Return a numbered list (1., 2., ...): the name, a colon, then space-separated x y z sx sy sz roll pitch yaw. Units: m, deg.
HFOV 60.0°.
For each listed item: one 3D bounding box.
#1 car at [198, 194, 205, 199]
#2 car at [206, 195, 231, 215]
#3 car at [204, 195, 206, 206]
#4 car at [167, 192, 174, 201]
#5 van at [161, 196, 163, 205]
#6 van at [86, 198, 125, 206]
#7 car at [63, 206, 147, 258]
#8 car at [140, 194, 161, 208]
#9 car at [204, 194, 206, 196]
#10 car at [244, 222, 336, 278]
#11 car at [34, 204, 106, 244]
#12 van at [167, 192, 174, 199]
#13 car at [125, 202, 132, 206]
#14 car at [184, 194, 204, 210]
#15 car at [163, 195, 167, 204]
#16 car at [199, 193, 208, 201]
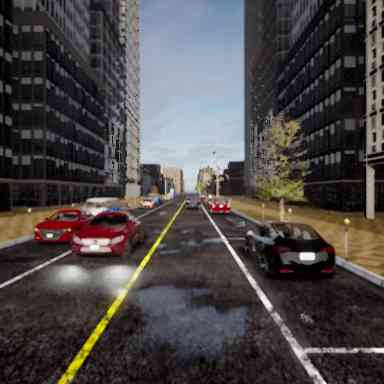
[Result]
1. car: 2.699 1.203 95.220 2.008 1.369 4.403 0 0 0
2. car: 2.696 1.330 32.609 1.967 1.590 4.097 0 0 0
3. car: 2.696 1.431 43.993 1.802 1.307 4.206 0 0 0
4. car: -5.682 1.246 77.991 1.752 1.417 4.829 0 0 0
5. van: -5.683 1.169 49.700 1.690 1.788 3.998 0 0 0
6. van: -5.685 1.271 21.240 1.690 1.788 3.998 0 0 0
7. car: -3.020 1.484 12.727 1.812 1.442 4.674 0 0 1
8. car: -5.684 1.289 44.008 1.967 1.590 4.097 0 0 0
9. car: 2.696 1.352 49.855 1.752 1.417 4.829 0 0 0
10. car: 2.694 1.534 9.842 1.947 1.339 4.313 0 0 0
11. car: -5.687 1.494 15.548 1.887 1.381 4.507 0 0 0
12. van: -5.681 1.016 89.545 1.690 1.788 3.998 0 0 0
13. car: -5.686 1.493 26.933 1.802 1.307 4.206 0 0 0
14. car: 0.102 1.350 41.382 2.128 1.511 4.902 0 0 0
15. car: -5.684 1.373 55.393 1.947 1.339 4.313 0 0 0
16. car: 2.699 1.160 78.144 1.967 1.590 4.097 0 0 0
